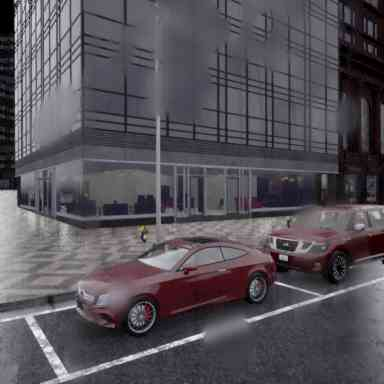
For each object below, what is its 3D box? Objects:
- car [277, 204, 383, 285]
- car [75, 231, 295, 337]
[{"bbox_3d":[4.322,1.315,9.721,5.009,1.841,2.192,0,0,-35],"label":"car"},{"bbox_3d":[-0.099,1.582,6.575,4.206,1.307,1.802,0,0,-35],"label":"car"}]
